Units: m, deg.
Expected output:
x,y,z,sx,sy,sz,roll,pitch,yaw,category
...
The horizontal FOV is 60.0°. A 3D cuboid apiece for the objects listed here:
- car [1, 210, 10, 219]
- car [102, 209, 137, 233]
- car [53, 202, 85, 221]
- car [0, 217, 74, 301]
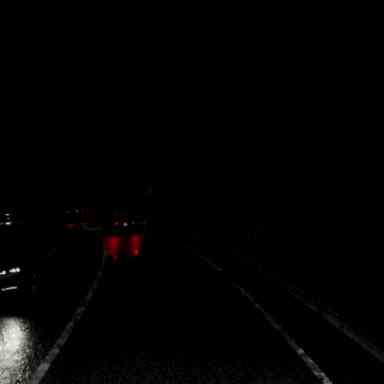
x,y,z,sx,sy,sz,roll,pitch,yaw,category
-26.385,3.191,44.747,4.553,1.767,2.097,-4,0,38,car
-5.014,1.931,22.904,1.812,1.442,4.674,-1,-2,-22,car
-14.073,2.236,37.896,2.150,2.045,5.566,-3,0,-39,car
-4.639,1.640,8.678,2.128,1.511,4.902,-1,-1,-10,car
